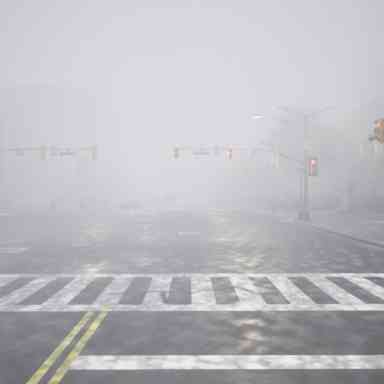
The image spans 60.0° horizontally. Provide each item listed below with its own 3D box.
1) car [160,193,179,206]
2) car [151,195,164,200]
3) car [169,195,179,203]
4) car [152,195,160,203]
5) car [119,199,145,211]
[{"bbox_3d":[-3.713,1.220,56.791,2.150,2.045,5.566,0,0,0],"label":"car"},{"bbox_3d":[-9.033,1.438,87.324,1.812,1.442,4.674,0,0,-29],"label":"car"},{"bbox_3d":[-3.953,1.475,72.492,1.882,1.535,5.008,0,0,-7],"label":"car"},{"bbox_3d":[-7.250,1.537,70.187,2.033,1.411,5.357,0,0,-3],"label":"car"},{"bbox_3d":[-7.474,1.553,42.096,2.033,1.411,5.357,0,0,7],"label":"car"}]
